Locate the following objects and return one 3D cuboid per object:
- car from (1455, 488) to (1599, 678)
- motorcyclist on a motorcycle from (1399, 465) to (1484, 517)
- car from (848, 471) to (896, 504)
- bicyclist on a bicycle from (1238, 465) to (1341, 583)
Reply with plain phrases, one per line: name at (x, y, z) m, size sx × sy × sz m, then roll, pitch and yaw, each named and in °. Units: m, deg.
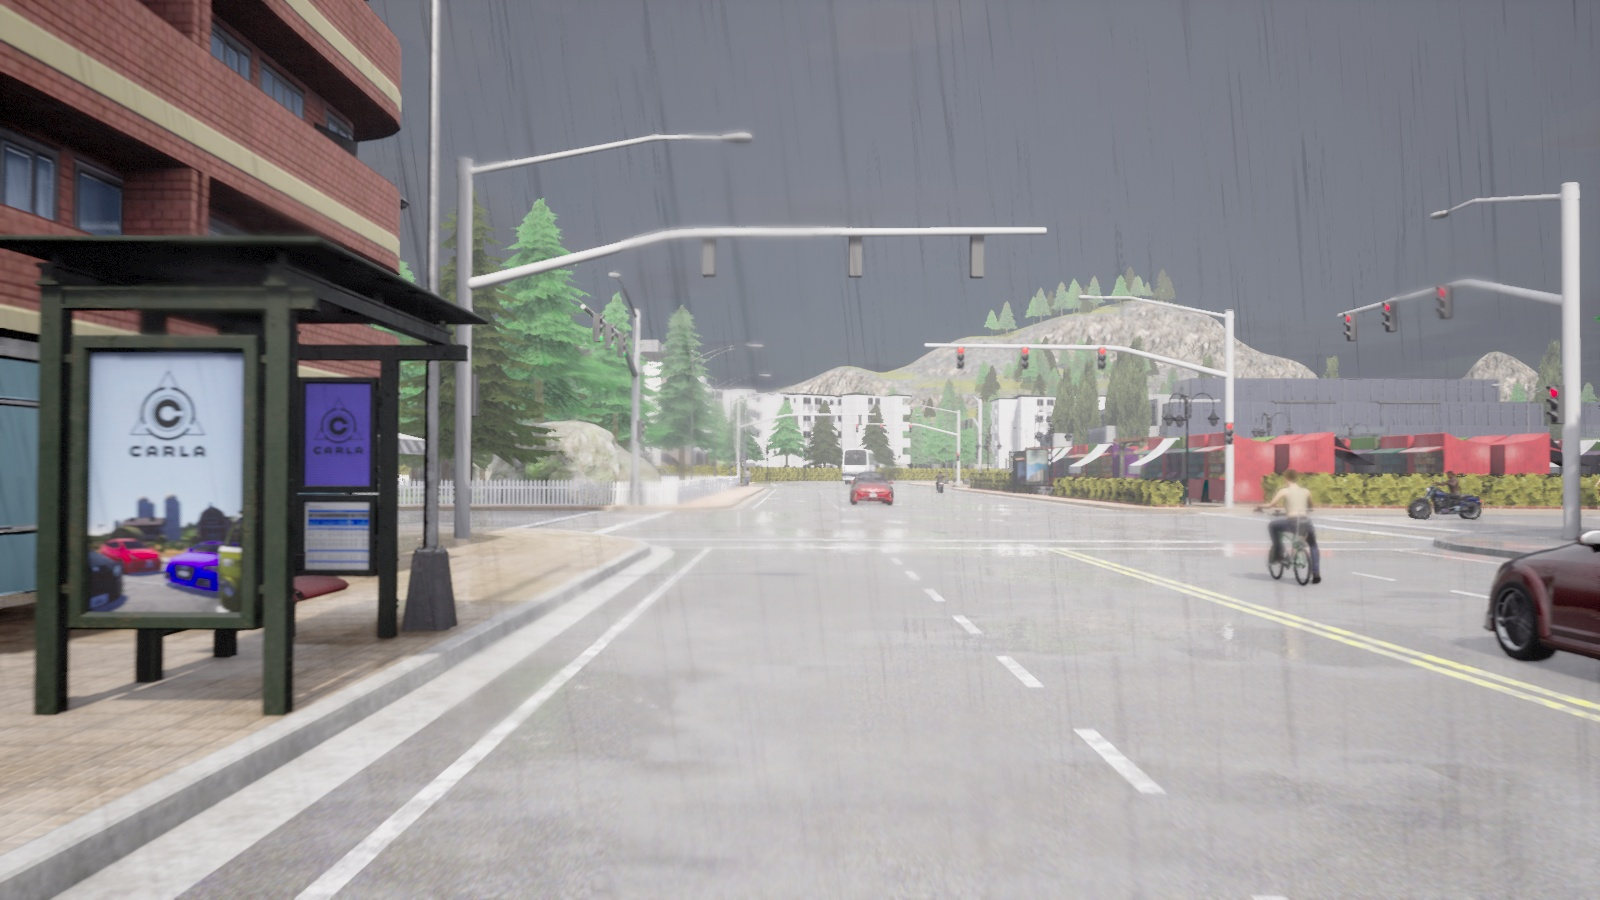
car at (6.974, 1.008, 9.367) m, size 1.994 × 1.385 × 4.181 m, roll 0°, pitch -1°, yaw 0°
motorcyclist on a motorcycle at (20.765, 1.308, 40.681) m, size 2.350 × 1.649 × 0.766 m, roll 0°, pitch -1°, yaw -1°
car at (3.350, 1.742, 59.359) m, size 2.007 × 1.525 × 4.514 m, roll 0°, pitch -1°, yaw 0°
bicyclist on a bicycle at (6.950, 1.023, 17.908) m, size 0.866 × 1.612 × 1.509 m, roll 0°, pitch -1°, yaw 0°
